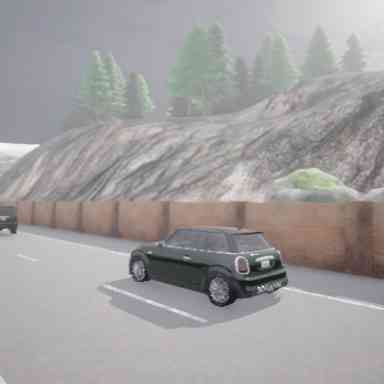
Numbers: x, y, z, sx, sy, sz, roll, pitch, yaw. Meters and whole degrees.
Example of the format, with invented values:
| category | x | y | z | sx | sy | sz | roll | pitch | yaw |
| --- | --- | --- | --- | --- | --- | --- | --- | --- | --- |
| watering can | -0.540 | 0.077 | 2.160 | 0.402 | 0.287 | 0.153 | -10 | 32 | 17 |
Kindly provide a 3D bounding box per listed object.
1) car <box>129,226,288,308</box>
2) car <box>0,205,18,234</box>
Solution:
| category | x | y | z | sx | sy | sz | roll | pitch | yaw |
| --- | --- | --- | --- | --- | --- | --- | --- | --- | --- |
| car | 0.203 | 1.714 | 9.176 | 2.097 | 1.767 | 4.553 | 3 | -3 | -44 |
| car | -14.520 | 1.979 | 24.276 | 2.150 | 2.045 | 5.566 | 3 | -3 | -44 |
